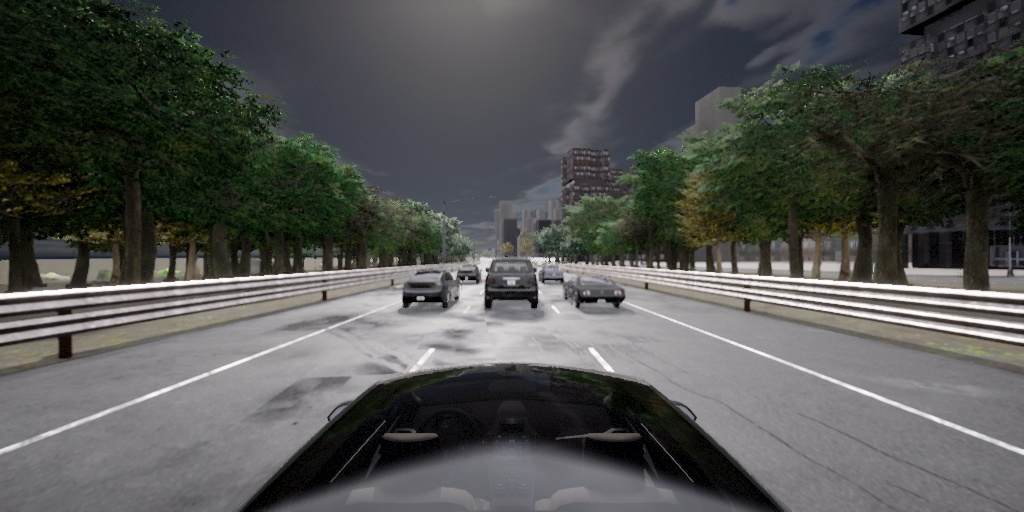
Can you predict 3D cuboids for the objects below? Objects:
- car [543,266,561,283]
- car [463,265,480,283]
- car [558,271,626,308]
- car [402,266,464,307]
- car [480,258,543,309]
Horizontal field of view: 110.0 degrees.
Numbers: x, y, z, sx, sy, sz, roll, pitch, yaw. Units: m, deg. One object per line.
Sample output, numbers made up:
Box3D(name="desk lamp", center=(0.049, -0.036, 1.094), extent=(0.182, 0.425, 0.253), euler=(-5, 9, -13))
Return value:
Box3D(name="car", center=(3.325, 1.582, 31.039), extent=(2.033, 1.411, 5.357), euler=(0, -1, -1))
Box3D(name="car", center=(-3.676, 1.546, 31.259), extent=(1.837, 1.490, 4.892), euler=(0, 0, -1))
Box3D(name="car", center=(3.465, 1.487, 16.098), extent=(1.895, 1.301, 4.718), euler=(0, -1, 0))
Box3D(name="car", center=(-3.534, 1.396, 16.244), extent=(1.837, 1.490, 4.892), euler=(0, 0, 0))
Box3D(name="car", center=(-0.035, 1.102, 15.999), extent=(2.150, 2.045, 5.566), euler=(0, 0, 0))
